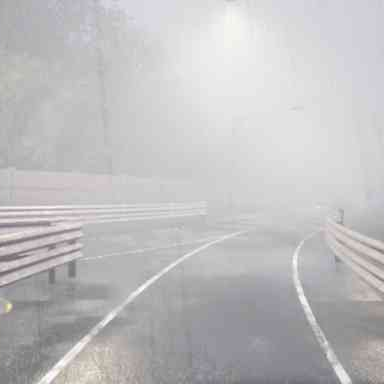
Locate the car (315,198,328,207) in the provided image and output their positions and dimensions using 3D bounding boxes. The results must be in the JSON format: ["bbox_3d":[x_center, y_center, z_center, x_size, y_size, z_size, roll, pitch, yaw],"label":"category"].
[{"bbox_3d":[23.283,1.813,59.285,2.128,1.511,4.902,1,0,29],"label":"car"}]

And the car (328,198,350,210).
[{"bbox_3d":[22.181,1.847,50.007,1.837,1.490,4.892,2,0,29],"label":"car"}]
